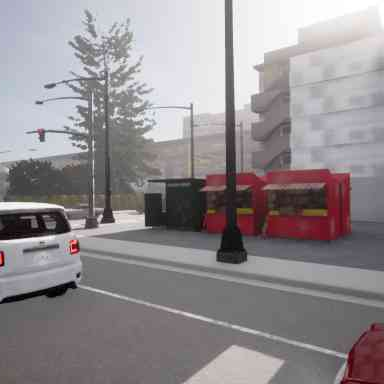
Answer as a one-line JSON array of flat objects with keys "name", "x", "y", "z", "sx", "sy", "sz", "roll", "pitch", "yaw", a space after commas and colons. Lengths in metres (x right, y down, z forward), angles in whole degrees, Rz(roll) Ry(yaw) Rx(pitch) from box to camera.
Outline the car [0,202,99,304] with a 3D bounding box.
[{"name": "car", "x": -4.784, "y": 1.234, "z": 7.361, "sx": 5.566, "sy": 2.045, "sz": 2.150, "roll": 0, "pitch": 0, "yaw": 36}]

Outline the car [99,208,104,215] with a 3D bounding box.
[{"name": "car", "x": -10.122, "y": 1.732, "z": 29.407, "sx": 1.895, "sy": 1.301, "sz": 4.718, "roll": -1, "pitch": -1, "yaw": 36}]

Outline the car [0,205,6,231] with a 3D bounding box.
[{"name": "car", "x": -13.649, "y": 1.597, "z": 18.973, "sx": 4.902, "sy": 1.511, "sz": 2.128, "roll": 0, "pitch": 0, "yaw": -45}]

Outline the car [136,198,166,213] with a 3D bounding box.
[{"name": "car", "x": -4.161, "y": 1.482, "z": 37.621, "sx": 2.097, "sy": 1.767, "sz": 4.553, "roll": -1, "pitch": -1, "yaw": 36}]

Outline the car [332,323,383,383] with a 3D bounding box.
[{"name": "car", "x": 3.232, "y": 1.601, "z": 1.679, "sx": 4.718, "sy": 1.301, "sz": 1.895, "roll": 0, "pitch": 0, "yaw": 35}]
